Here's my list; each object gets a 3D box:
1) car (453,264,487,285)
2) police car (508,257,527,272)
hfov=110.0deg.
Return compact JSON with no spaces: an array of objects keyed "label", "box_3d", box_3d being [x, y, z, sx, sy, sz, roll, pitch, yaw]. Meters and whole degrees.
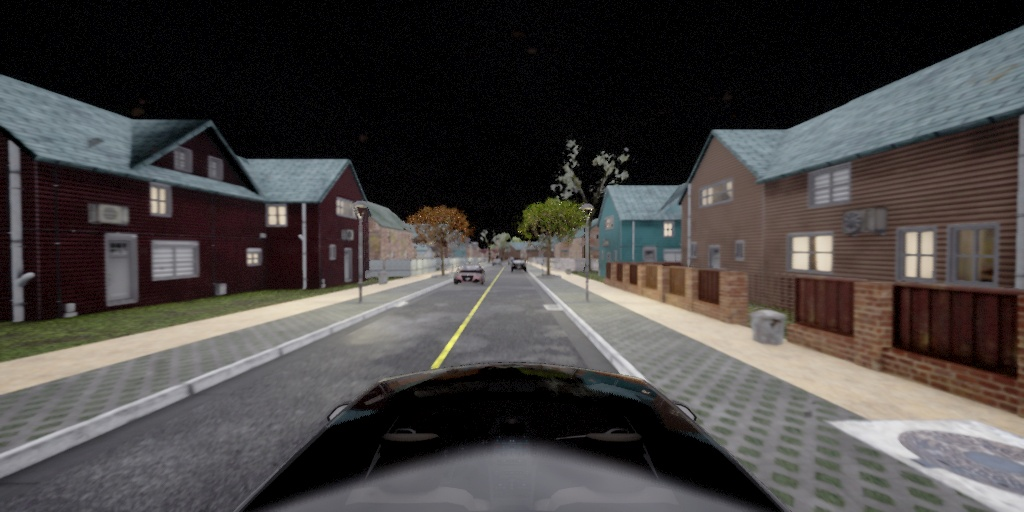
[{"label":"car","box_3d":[-2.845,1.262,24.947,1.994,1.385,4.181,0,0,0]},{"label":"police car","box_3d":[0.827,1.109,44.423,1.930,1.638,5.238,0,0,0]}]
